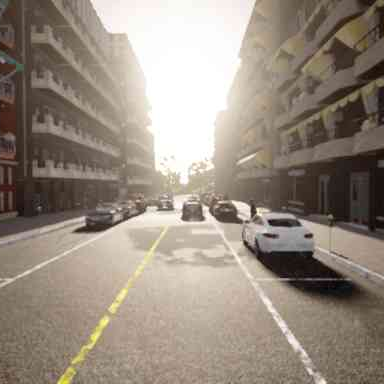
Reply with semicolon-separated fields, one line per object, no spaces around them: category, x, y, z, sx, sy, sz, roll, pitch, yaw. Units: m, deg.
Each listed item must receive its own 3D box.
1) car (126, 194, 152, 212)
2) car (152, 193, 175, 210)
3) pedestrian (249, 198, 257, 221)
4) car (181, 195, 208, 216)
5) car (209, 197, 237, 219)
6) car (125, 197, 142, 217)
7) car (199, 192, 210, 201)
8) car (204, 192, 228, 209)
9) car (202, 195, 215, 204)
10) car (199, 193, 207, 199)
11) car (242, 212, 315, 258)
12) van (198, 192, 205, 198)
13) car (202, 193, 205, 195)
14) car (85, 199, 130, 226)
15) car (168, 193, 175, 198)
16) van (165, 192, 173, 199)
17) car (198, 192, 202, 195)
car;-5.693;1.121;33.023;2.192;1.841;5.009;-1;0;0
car;-3.070;1.260;39.476;2.128;1.511;4.902;0;0;0
pedestrian;2.742;1.205;15.076;0.375;1.860;0.375;-1;1;0
car;0.058;1.316;30.043;2.128;1.511;4.902;0;0;1
car;2.689;1.404;27.545;1.947;1.339;4.313;-1;0;0
car;-5.691;1.389;27.500;2.008;1.369;4.403;-1;0;0
car;2.704;0.892;71.737;2.192;1.841;5.009;-1;0;0
car;2.687;1.121;33.067;2.192;1.841;5.009;-1;0;0
car;2.702;1.257;55.166;1.802;1.307;4.206;-1;0;0
car;2.713;1.055;82.786;1.887;1.381;4.507;-1;0;0
car;3.006;1.454;12.257;1.812;1.442;4.674;0;0;0
van;2.715;0.783;93.834;1.690;1.788;3.998;-1;0;0
car;2.698;1.232;49.811;1.752;1.417;4.829;-1;0;0
car;-5.693;1.421;21.977;2.008;1.369;4.403;-1;0;0
car;-5.661;0.969;93.620;1.752;1.417;4.829;-1;0;0
van;-5.670;0.851;82.740;1.690;1.788;3.998;-1;0;0
car;0.096;1.202;46.836;1.882;1.535;5.008;0;0;0
